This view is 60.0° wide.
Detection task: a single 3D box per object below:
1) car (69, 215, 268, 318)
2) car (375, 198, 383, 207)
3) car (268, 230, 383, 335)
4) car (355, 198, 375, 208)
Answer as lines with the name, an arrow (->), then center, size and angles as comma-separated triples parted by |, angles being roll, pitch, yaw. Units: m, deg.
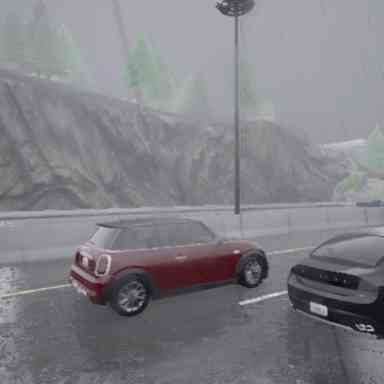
car -> -0.329, 1.368, 7.729 | 4.553, 1.767, 2.097 | 0, 0, -34
car -> 25.293, 1.408, 40.881 | 4.674, 1.442, 1.812 | 0, 0, -20
car -> 3.933, 1.491, 6.397 | 4.892, 1.490, 1.837 | -1, 0, -34
car -> 24.170, 1.496, 44.216 | 4.718, 1.301, 1.895 | 0, 0, -20
